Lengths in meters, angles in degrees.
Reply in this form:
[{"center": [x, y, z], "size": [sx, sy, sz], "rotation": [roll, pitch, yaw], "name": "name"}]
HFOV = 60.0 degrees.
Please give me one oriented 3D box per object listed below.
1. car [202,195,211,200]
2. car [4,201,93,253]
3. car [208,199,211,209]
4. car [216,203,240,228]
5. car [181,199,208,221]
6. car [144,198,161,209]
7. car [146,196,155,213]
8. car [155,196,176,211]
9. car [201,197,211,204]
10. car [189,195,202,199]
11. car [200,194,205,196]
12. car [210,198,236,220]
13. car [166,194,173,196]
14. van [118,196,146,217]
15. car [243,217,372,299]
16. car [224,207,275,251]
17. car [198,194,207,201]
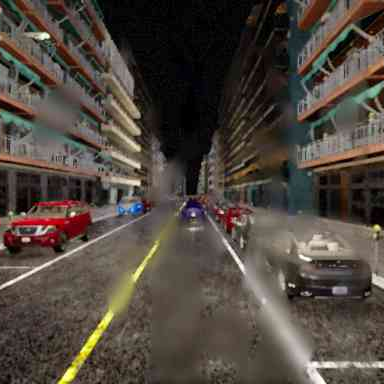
[{"center": [2.694, 1.467, 42.196], "size": [1.967, 1.590, 4.097], "rotation": [0, 0, 0], "name": "car"}, {"center": [-5.689, 1.316, 13.912], "size": [2.192, 1.841, 5.009], "rotation": [0, 0, 0], "name": "car"}, {"center": [2.693, 1.589, 30.876], "size": [1.802, 1.307, 4.206], "rotation": [0, 0, 0], "name": "car"}, {"center": [2.692, 1.546, 19.553], "size": [1.887, 1.381, 4.507], "rotation": [0, 0, 0], "name": "car"}, {"center": [0.103, 1.531, 27.167], "size": [1.812, 1.442, 4.674], "rotation": [0, 0, 0], "name": "car"}, {"center": [-5.686, 1.585, 47.882], "size": [1.887, 1.381, 4.507], "rotation": [0, 0, 0], "name": "car"}, {"center": [-5.688, 1.332, 36.559], "size": [2.192, 1.841, 5.009], "rotation": [0, 0, 0], "name": "car"}, {"center": [-3.026, 1.572, 40.806], "size": [2.033, 1.411, 5.357], "rotation": [0, 0, 1], "name": "car"}, {"center": [2.696, 1.623, 64.848], "size": [1.887, 1.381, 4.507], "rotation": [0, 0, 0], "name": "car"}, {"center": [0.104, 1.558, 44.659], "size": [1.812, 1.442, 4.674], "rotation": [0, 0, 0], "name": "car"}, {"center": [2.696, 1.610, 59.183], "size": [1.887, 1.381, 4.507], "rotation": [0, 0, 0], "name": "car"}, {"center": [2.693, 1.444, 25.213], "size": [1.967, 1.590, 4.097], "rotation": [0, 0, 0], "name": "car"}, {"center": [-5.684, 1.619, 70.360], "size": [1.752, 1.417, 4.829], "rotation": [0, 0, 0], "name": "car"}, {"center": [-5.687, 1.349, 30.899], "size": [1.690, 1.788, 3.998], "rotation": [0, 0, 0], "name": "van"}, {"center": [2.691, 1.551, 8.228], "size": [2.008, 1.369, 4.403], "rotation": [0, 0, 0], "name": "car"}, {"center": [2.692, 1.552, 13.890], "size": [2.008, 1.369, 4.403], "rotation": [0, 0, 0], "name": "car"}, {"center": [2.697, 1.470, 87.491], "size": [2.192, 1.841, 5.009], "rotation": [0, 0, 0], "name": "car"}]
